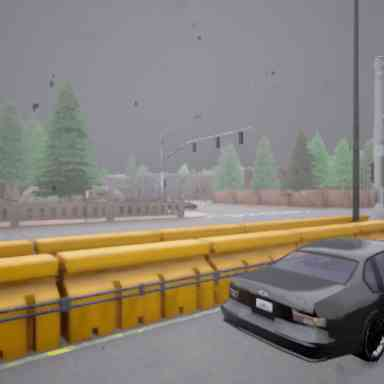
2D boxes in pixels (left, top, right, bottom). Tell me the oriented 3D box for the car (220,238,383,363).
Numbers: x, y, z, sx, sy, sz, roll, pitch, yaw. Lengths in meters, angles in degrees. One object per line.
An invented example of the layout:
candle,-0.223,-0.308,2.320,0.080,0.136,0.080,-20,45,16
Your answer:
car,3.003,1.549,5.878,5.357,1.411,2.033,0,0,-35

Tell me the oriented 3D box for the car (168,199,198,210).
car,-1.474,1.552,42.076,2.033,1.411,5.357,0,0,-35
